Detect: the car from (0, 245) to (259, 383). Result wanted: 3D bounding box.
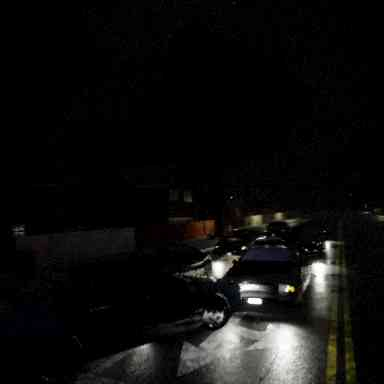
[{"bbox_3d":[-1.355,1.985,5.961,5.357,1.411,2.033,2,-5,-42],"label":"car"}]

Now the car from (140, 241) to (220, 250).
[{"bbox_3d":[-0.868,2.297,10.293,1.994,1.385,4.181,-3,-4,24],"label":"car"}]

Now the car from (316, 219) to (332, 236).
[{"bbox_3d":[10.614,3.099,27.986,1.837,1.490,4.892,-3,-4,24],"label":"car"}]

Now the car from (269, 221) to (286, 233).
[{"bbox_3d":[7.473,3.268,28.902,1.812,1.442,4.674,-3,-4,24],"label":"car"}]

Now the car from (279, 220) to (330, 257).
[{"bbox_3d":[6.390,2.600,18.564,1.882,1.535,5.008,-3,-4,24],"label":"car"}]

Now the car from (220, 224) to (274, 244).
[{"bbox_3d":[2.901,2.773,18.711,2.033,1.411,5.357,-3,-4,24],"label":"car"}]

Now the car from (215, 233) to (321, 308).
[{"bbox_3d":[2.458,2.163,9.776,2.033,1.411,5.357,-3,-4,24],"label":"car"}]
